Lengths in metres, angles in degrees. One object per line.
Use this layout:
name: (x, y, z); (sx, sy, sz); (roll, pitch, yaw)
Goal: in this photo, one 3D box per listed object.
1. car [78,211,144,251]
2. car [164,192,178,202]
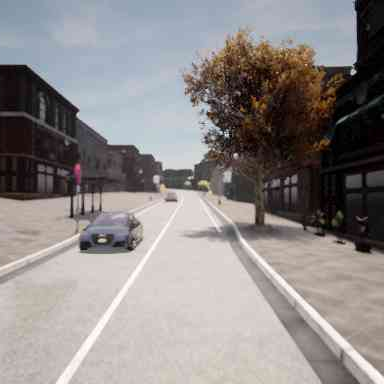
car: (-3.208, 1.522, 13.861); (1.994, 1.385, 4.181); (0, 0, 0)
car: (-3.507, 0.804, 56.086); (2.097, 1.767, 4.553); (0, 1, 0)
